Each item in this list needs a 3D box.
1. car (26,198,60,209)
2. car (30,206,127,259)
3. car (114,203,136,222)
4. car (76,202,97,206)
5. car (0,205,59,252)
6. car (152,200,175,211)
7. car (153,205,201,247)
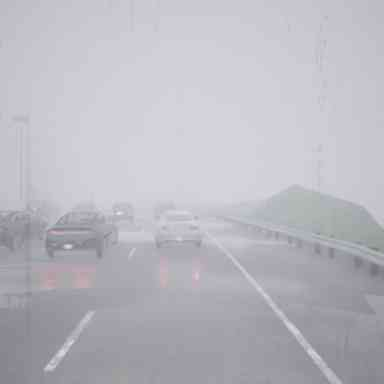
[{"bbox_3d":[-12.945,1.380,28.804,2.097,1.767,4.553,0,0,-9],"label":"car"},{"bbox_3d":[-4.002,1.498,12.736,2.128,1.511,4.902,0,0,-4],"label":"car"},{"bbox_3d":[-5.467,1.562,26.251,2.033,1.411,5.357,0,0,-8],"label":"car"},{"bbox_3d":[-9.607,1.586,30.090,1.994,1.385,4.181,0,0,-9],"label":"car"},{"bbox_3d":[-7.597,1.509,13.901,2.128,1.511,4.902,0,0,-4],"label":"car"},{"bbox_3d":[-2.561,1.501,30.381,2.128,1.511,4.902,0,0,-9],"label":"car"},{"bbox_3d":[-0.655,1.529,14.884,1.812,1.442,4.674,0,0,-4],"label":"car"}]
